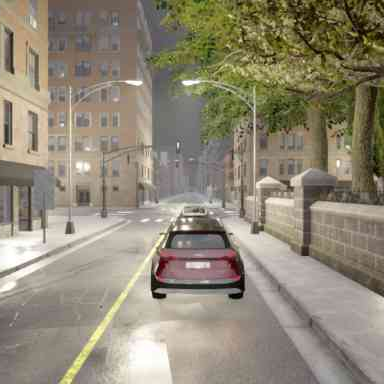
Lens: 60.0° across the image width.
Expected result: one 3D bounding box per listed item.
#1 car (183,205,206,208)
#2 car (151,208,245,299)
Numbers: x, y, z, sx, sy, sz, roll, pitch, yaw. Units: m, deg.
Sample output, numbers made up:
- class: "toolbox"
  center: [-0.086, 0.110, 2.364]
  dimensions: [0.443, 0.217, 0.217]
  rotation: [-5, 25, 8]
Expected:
- class: "car"
  center: [0.135, 1.502, 18.295]
  dimensions: [1.837, 1.490, 4.892]
  rotation: [0, 0, 0]
- class: "car"
  center: [0.117, 1.429, 8.448]
  dimensions: [2.033, 1.649, 4.856]
  rotation: [0, 0, 0]
